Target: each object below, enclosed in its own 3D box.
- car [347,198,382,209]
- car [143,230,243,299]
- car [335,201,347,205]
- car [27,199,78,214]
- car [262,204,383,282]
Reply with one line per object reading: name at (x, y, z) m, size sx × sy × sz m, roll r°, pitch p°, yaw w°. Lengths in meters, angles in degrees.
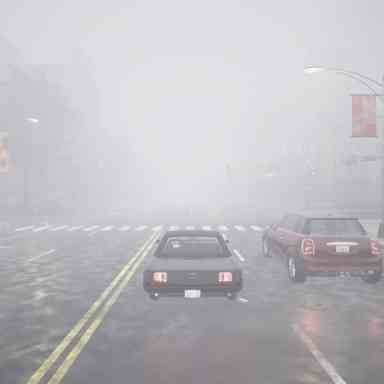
car at (22.619, 1.564, 42.458) m, size 4.181 × 1.385 × 1.994 m, roll 0°, pitch 0°, yaw 0°
car at (0.015, 1.601, 8.393) m, size 1.895 × 1.301 × 4.718 m, roll 0°, pitch 0°, yaw 0°
car at (22.699, 1.547, 45.958) m, size 5.357 × 1.411 × 2.033 m, roll 0°, pitch 0°, yaw 0°
car at (-14.459, 1.505, 34.702) m, size 4.892 × 1.490 × 1.837 m, roll 0°, pitch 0°, yaw -8°
car at (3.507, 1.352, 9.873) m, size 2.097 × 1.767 × 4.553 m, roll 0°, pitch 0°, yaw 0°
